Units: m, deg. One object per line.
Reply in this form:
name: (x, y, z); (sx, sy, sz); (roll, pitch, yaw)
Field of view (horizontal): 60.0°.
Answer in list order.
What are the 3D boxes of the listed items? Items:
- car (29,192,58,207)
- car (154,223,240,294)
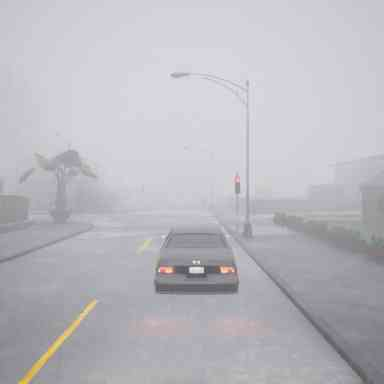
car: (-19.743, 0.985, 43.945); (1.905, 1.878, 3.866); (0, 0, 35)
car: (0.100, 1.547, 8.900); (2.033, 1.411, 5.357); (0, 0, 0)
